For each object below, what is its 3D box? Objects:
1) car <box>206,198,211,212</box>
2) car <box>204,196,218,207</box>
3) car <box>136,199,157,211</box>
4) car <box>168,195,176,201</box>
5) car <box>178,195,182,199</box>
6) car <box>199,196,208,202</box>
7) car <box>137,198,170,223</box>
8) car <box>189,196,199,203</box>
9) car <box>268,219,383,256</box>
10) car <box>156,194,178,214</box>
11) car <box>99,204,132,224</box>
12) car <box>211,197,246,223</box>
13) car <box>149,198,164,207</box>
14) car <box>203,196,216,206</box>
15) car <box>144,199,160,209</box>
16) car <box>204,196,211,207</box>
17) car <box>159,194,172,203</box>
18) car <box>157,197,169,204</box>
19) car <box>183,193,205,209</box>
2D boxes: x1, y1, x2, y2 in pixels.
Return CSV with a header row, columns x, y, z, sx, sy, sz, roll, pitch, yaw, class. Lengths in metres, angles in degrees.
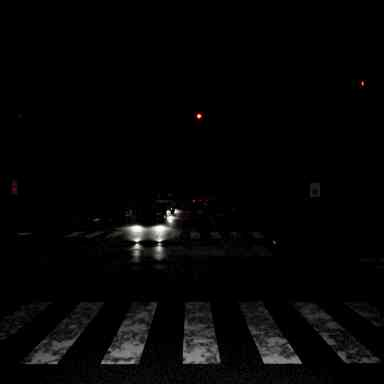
x,y,z,sx,sy,sz,roll,pitch,yaw,class
2.900,1.588,36.105,1.947,1.339,4.313,0,0,0,car
2.964,1.481,52.475,1.967,1.590,4.097,0,0,0,car
-5.604,1.579,41.587,2.008,1.369,4.403,0,0,0,car
-5.412,1.533,90.701,1.967,1.590,4.097,0,0,0,car
-2.913,1.525,46.131,2.128,1.511,4.902,0,0,0,car
2.647,1.573,75.849,1.837,1.490,4.892,0,0,0,car
-3.004,1.489,25.620,1.882,1.535,5.008,0,0,0,car
0.367,1.623,69.624,1.994,1.385,4.181,0,0,0,car
5.511,1.735,13.270,4.718,1.301,1.895,1,0,0,car
-2.963,1.243,35.687,2.150,2.045,5.566,0,0,0,car
-5.668,1.576,25.217,1.947,1.339,4.313,0,0,0,car
2.857,1.326,25.193,2.192,1.841,5.009,0,0,0,car
-5.561,1.623,52.501,1.802,1.307,4.206,0,0,0,car
2.985,1.487,57.931,1.967,1.590,4.097,0,0,0,car
-5.583,1.616,47.044,1.802,1.307,4.206,0,0,0,car
2.921,1.579,41.561,2.008,1.369,4.403,0,0,0,car
-5.497,1.375,68.873,2.192,1.841,5.009,0,0,0,car
-5.519,1.635,63.416,1.802,1.307,4.206,0,0,0,car
0.277,1.255,45.900,2.150,2.045,5.566,0,0,0,car
